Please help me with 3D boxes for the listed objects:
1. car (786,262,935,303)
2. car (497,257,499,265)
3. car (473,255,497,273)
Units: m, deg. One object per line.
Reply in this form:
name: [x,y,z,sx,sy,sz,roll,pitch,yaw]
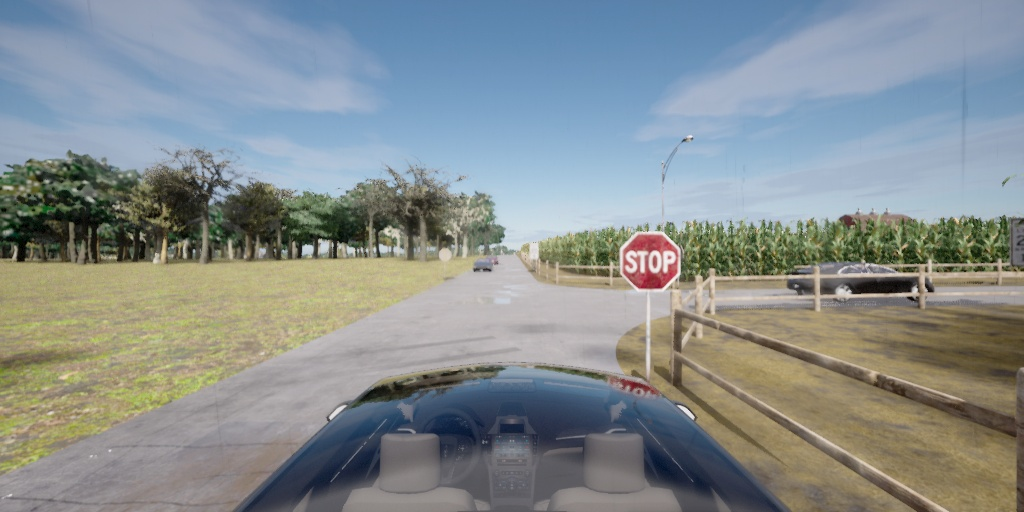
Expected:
car: [13.840,1.004,14.374,4.902,1.511,2.128,-1,0,0]
car: [-2.953,0.591,52.627,1.812,1.442,4.674,0,2,0]
car: [-2.935,0.942,37.170,2.033,1.411,5.357,0,1,0]
